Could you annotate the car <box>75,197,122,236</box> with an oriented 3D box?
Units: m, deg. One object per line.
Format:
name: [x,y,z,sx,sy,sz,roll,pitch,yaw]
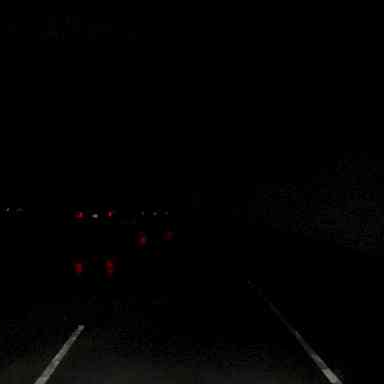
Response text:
car: [-5.379,1.309,19.300,2.150,2.045,5.566,0,0,-11]

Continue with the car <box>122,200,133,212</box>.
car: [-8.666,1.730,40.536,2.033,1.411,5.357,0,0,-25]

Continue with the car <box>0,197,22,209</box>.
car: [-27.039,1.581,49.515,4.553,1.767,2.097,0,0,45]

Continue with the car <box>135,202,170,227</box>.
car: [-2.871,1.457,23.703,2.097,1.767,4.553,0,0,-13]
